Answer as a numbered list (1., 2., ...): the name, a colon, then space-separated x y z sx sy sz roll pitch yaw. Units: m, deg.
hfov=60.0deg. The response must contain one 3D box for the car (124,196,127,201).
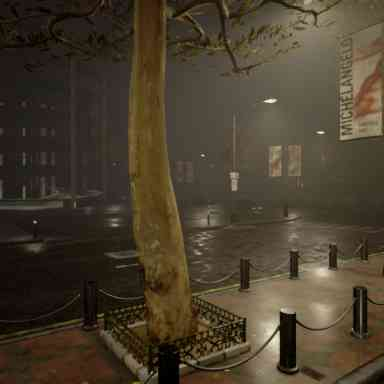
1. car: -18.057 1.464 80.764 4.674 1.442 1.812 0 0 12

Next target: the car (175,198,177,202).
1. car: -5.086 1.478 65.904 5.008 1.535 1.882 0 0 41

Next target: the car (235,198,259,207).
1. car: 8.018 1.564 49.571 1.994 1.385 4.181 0 0 -35

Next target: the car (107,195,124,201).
1. car: -19.016 1.474 77.398 4.674 1.442 1.812 0 0 12

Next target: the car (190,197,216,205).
1. car: 1.868 1.547 58.035 2.033 1.411 5.357 0 0 -38
